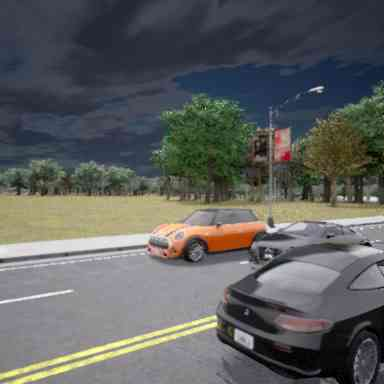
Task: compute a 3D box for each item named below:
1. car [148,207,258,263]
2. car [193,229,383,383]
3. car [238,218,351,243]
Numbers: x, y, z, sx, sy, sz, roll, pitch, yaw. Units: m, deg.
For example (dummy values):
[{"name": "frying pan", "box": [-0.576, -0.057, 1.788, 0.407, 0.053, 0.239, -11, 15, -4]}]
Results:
[{"name": "car", "box": [0.680, 1.389, 12.151, 4.553, 1.767, 2.097, 0, 0, -35]}, {"name": "car", "box": [2.478, 1.550, 5.205, 4.674, 1.442, 1.812, 0, 0, -35]}, {"name": "car", "box": [3.742, 1.608, 10.342, 4.181, 1.385, 1.994, 0, 0, -35]}]
